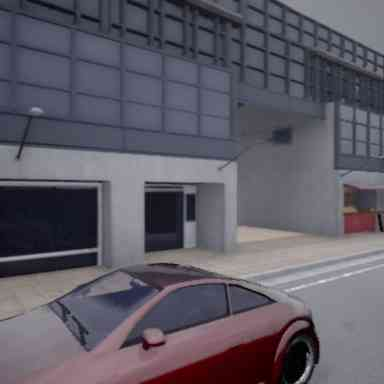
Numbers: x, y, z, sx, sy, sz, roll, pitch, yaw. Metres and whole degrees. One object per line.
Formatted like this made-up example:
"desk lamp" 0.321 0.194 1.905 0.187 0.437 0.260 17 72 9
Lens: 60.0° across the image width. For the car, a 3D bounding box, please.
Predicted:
"car" -0.493 1.565 3.641 4.181 1.385 1.994 0 0 -36
